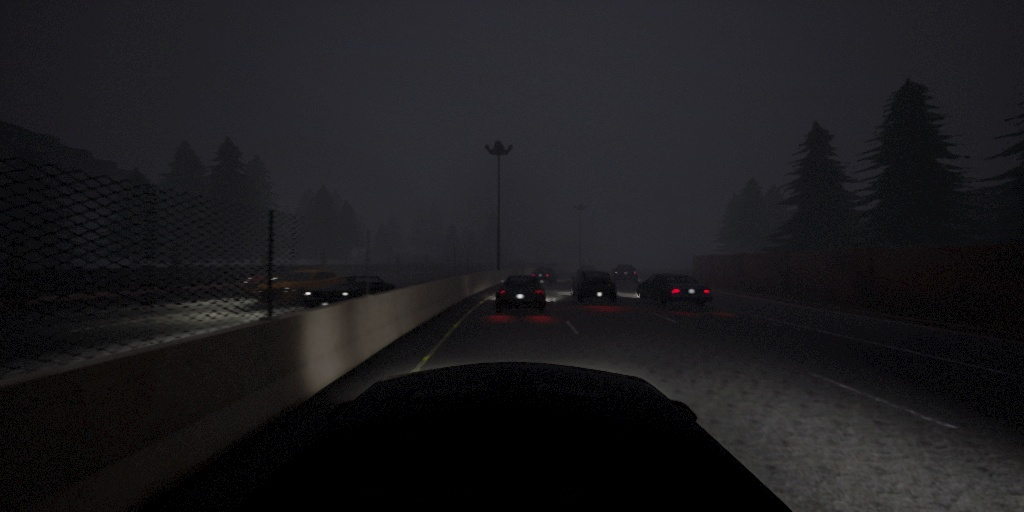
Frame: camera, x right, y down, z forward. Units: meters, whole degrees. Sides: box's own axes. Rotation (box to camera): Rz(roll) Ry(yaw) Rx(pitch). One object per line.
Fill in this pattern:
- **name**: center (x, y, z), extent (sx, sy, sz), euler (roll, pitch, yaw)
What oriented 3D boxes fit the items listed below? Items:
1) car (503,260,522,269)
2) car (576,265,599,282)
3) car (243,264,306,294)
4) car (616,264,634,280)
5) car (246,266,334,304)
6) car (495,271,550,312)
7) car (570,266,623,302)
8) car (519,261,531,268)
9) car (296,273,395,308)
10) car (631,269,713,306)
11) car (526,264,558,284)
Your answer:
- **car**: center (0.481, 1.816, 64.137), extent (2.150, 2.045, 5.566), euler (0, -1, 29)
- **car**: center (7.710, 1.716, 36.464), extent (1.882, 1.535, 5.008), euler (0, -1, 16)
- **car**: center (-13.303, 1.333, 21.183), extent (2.097, 1.767, 4.553), euler (0, -1, 6)
- **car**: center (10.494, 1.556, 33.465), extent (2.097, 1.767, 4.553), euler (0, -1, 14)
- **car**: center (-10.135, 1.420, 17.751), extent (1.882, 1.535, 5.008), euler (0, -1, 4)
- **car**: center (0.421, 1.499, 15.359), extent (1.994, 1.385, 4.181), euler (0, -1, 3)
- **car**: center (4.203, 1.496, 18.701), extent (1.837, 1.490, 4.892), euler (0, 0, 5)
- **car**: center (3.706, 2.077, 62.745), extent (2.128, 1.511, 4.902), euler (0, -1, 29)
- **car**: center (-6.846, 1.522, 15.606), extent (1.895, 1.301, 4.718), euler (0, -1, 3)
- **car**: center (7.515, 1.524, 17.109), extent (2.033, 1.411, 5.357), euler (0, -1, 4)
- **car**: center (3.017, 1.725, 32.814), extent (2.033, 1.411, 5.357), euler (0, -1, 14)
